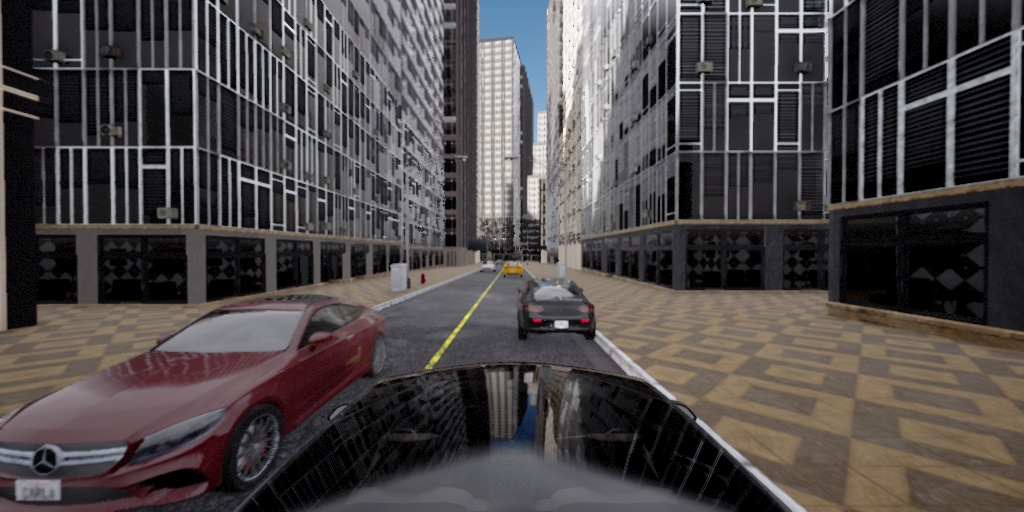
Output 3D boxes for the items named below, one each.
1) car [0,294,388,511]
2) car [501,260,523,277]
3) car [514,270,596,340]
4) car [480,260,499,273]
[{"bbox_3d":[-3.099,1.281,4.676,1.812,1.442,4.674,0,0,0],"label":"car"},{"bbox_3d":[0.099,1.312,36.641,1.882,1.535,5.008,0,0,0],"label":"car"},{"bbox_3d":[1.056,1.294,9.943,1.812,1.442,4.674,0,0,0],"label":"car"},{"bbox_3d":[-3.059,1.387,46.145,1.812,1.442,4.674,0,0,0],"label":"car"}]
